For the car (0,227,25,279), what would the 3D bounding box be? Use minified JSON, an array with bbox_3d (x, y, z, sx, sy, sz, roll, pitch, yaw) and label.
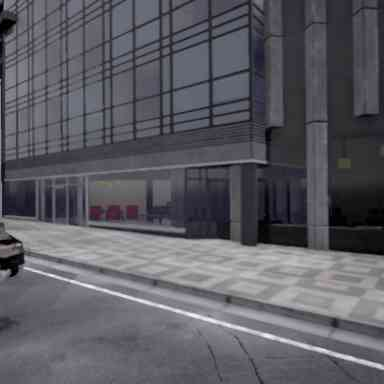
[{"bbox_3d":[-6.279,1.455,8.747,4.902,1.511,2.128,0,0,37],"label":"car"}]
